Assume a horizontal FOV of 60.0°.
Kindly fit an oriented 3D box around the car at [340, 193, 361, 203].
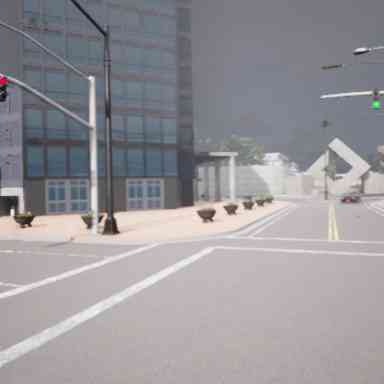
[{"bbox_3d":[20.638,0.767,43.195,1.895,1.301,4.718,-1,1,34],"label":"car"}]
